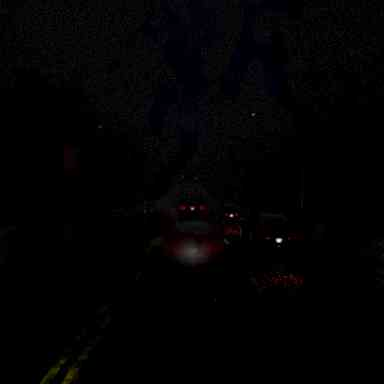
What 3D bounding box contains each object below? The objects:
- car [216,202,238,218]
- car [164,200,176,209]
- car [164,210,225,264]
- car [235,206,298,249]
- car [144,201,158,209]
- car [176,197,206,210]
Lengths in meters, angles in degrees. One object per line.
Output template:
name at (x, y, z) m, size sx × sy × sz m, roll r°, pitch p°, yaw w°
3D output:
car at (3.317, 1.719, 30.237) m, size 1.837 × 1.490 × 4.892 m, roll 0°, pitch 0°, yaw 0°
car at (-3.331, 2.049, 53.706) m, size 1.994 × 1.385 × 4.181 m, roll 0°, pitch -1°, yaw 0°
car at (0.053, 1.594, 12.050) m, size 1.812 × 1.442 × 4.674 m, roll 0°, pitch 0°, yaw 1°
car at (3.320, 1.595, 15.061) m, size 1.837 × 1.490 × 4.892 m, roll 0°, pitch 0°, yaw 0°
car at (-6.577, 2.087, 53.789) m, size 1.895 × 1.301 × 4.718 m, roll 0°, pitch -1°, yaw 0°
car at (0.063, 1.427, 29.014) m, size 2.150 × 2.045 × 5.566 m, roll 0°, pitch 0°, yaw 0°
